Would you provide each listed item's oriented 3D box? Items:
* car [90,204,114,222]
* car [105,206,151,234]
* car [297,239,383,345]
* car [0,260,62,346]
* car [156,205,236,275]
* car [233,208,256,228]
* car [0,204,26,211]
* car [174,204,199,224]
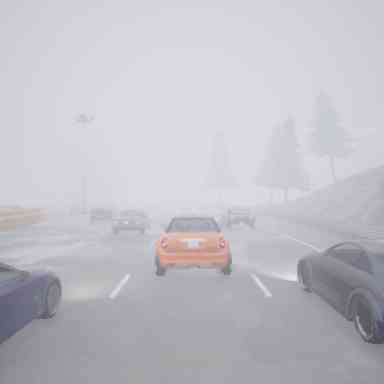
[{"bbox_3d":[-7.659,1.804,29.490,1.882,1.535,5.008,0,0,-4],"label":"car"},{"bbox_3d":[-3.682,1.769,20.849,2.033,1.411,5.357,0,-1,-1],"label":"car"},{"bbox_3d":[3.544,1.605,6.465,1.994,1.385,4.181,0,-1,0],"label":"car"},{"bbox_3d":[-3.456,1.591,4.584,1.812,1.442,4.674,0,-1,0],"label":"car"},{"bbox_3d":[0.030,1.457,11.054,2.097,1.767,4.553,0,-1,0],"label":"car"},{"bbox_3d":[3.190,1.811,24.135,1.895,1.301,4.718,0,-1,-2],"label":"car"},{"bbox_3d":[-18.902,1.990,34.560,2.033,1.411,5.357,0,-1,-7],"label":"car"},{"bbox_3d":[-0.562,1.798,28.280,1.812,1.442,4.674,0,0,-4],"label":"car"}]
